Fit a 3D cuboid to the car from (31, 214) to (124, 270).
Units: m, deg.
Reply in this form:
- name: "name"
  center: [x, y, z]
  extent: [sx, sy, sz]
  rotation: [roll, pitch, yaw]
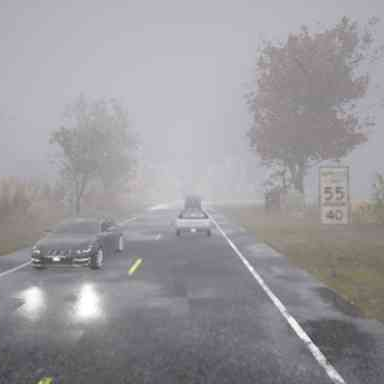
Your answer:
- name: "car"
  center: [-3.587, 1.548, 11.241]
  extent: [1.837, 1.490, 4.892]
  rotation: [0, 0, 0]

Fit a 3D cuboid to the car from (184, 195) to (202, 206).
- name: "car"
  center: [0.108, 1.447, 43.077]
  extent: [2.150, 2.045, 5.566]
  rotation: [0, 0, 0]

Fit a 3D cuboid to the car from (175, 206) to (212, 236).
- name: "car"
  center: [0.082, 1.681, 19.137]
  extent: [1.895, 1.301, 4.718]
  rotation: [0, 0, 0]
